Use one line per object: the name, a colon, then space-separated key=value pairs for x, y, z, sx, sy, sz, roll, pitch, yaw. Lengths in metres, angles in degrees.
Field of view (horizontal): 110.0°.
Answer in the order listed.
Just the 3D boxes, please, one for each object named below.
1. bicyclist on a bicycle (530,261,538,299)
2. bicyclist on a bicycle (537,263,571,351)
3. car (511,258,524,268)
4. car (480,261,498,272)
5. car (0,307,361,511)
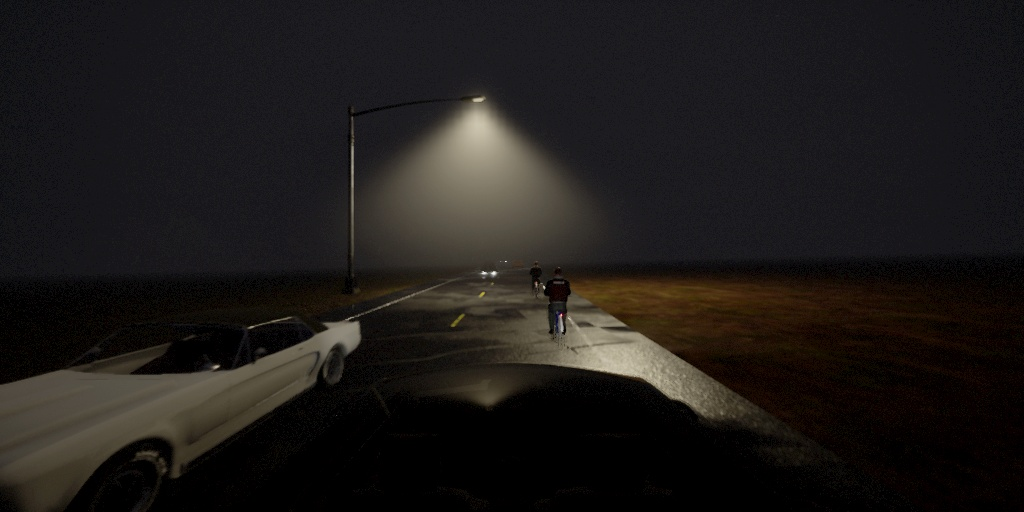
bicyclist on a bicycle: x=1.139 y=1.121 z=17.052 sx=0.659 sy=1.776 sz=1.843 roll=0 pitch=0 yaw=1
bicyclist on a bicycle: x=1.011 y=1.121 z=8.082 sx=0.659 sy=1.776 sz=1.843 roll=0 pitch=0 yaw=0
car: x=0.911 y=1.244 z=59.575 sx=1.882 sy=1.535 sz=5.008 roll=0 pitch=0 yaw=0
car: x=-2.919 y=1.320 z=46.408 sx=1.994 sy=1.385 sz=4.181 roll=0 pitch=0 yaw=1
car: x=-3.582 y=1.351 z=4.048 sx=1.895 sy=1.301 sz=4.718 roll=0 pitch=0 yaw=0
